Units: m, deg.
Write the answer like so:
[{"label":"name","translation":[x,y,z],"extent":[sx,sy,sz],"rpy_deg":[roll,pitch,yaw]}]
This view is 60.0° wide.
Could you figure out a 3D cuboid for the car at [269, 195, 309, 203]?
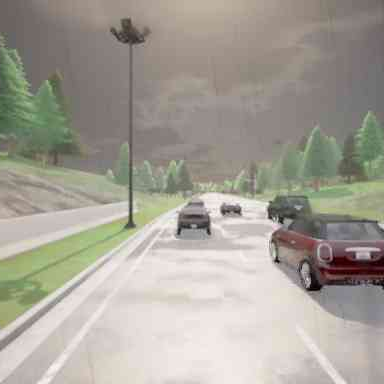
[{"label":"car","translation":[7.142,1.221,24.853],"extent":[2.150,2.045,5.566],"rpy_deg":[0,0,1]}]

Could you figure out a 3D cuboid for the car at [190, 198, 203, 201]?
[{"label":"car","translation":[0.529,1.477,38.341],"extent":[1.882,1.535,5.008],"rpy_deg":[0,0,2]}]

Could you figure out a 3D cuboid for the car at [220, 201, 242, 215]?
[{"label":"car","translation":[3.839,1.600,33.454],"extent":[1.895,1.301,4.718],"rpy_deg":[0,0,2]}]

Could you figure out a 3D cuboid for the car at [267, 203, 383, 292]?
[{"label":"car","translation":[3.600,1.352,9.121],"extent":[2.097,1.767,4.553],"rpy_deg":[0,0,0]}]

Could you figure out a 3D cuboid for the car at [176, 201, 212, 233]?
[{"label":"car","translation":[0.105,1.504,19.486],"extent":[1.837,1.490,4.892],"rpy_deg":[0,0,0]}]
